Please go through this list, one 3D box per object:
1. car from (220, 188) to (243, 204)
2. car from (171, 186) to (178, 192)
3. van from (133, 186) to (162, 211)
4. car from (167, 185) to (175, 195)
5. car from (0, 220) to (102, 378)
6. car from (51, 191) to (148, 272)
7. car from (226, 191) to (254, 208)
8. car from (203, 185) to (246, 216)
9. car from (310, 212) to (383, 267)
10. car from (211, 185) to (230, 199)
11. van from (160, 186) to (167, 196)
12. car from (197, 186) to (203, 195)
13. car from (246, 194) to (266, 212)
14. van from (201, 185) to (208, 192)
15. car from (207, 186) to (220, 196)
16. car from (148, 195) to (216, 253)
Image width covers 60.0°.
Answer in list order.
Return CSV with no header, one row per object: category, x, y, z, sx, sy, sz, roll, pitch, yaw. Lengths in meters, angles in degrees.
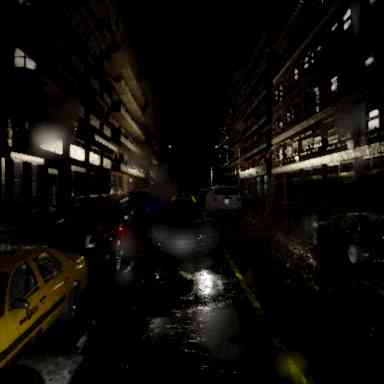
car,4.416,0.414,37.716,1.967,1.590,4.097,1,1,-1
car,-4.767,-0.849,92.871,1.802,1.307,4.206,1,1,-1
van,-3.081,0.739,21.007,1.690,1.788,3.998,2,2,-1
car,-3.468,0.266,37.589,2.192,1.841,5.009,2,1,-1
car,-2.695,1.392,4.263,1.752,1.417,4.829,2,2,-1
car,-2.822,1.020,9.955,2.192,1.841,5.009,2,2,-1
car,4.535,0.666,32.191,1.887,1.381,4.507,1,1,-1
car,2.192,0.558,24.021,2.150,2.045,5.566,0,2,-1
car,5.050,1.279,10.083,2.008,1.369,4.403,2,2,-1
car,4.119,-0.003,48.767,2.192,1.841,5.009,1,1,-1
van,-3.211,0.589,26.536,1.690,1.788,3.998,2,2,-1
car,1.773,0.304,42.980,1.882,1.535,5.008,0,1,-1
car,4.664,0.815,26.664,1.887,1.381,4.507,1,1,-1
van,3.214,-0.938,87.466,1.690,1.788,3.998,1,1,-1
car,3.857,-0.162,59.827,1.967,1.590,4.097,1,1,-1
car,-0.330,1.150,12.186,1.837,1.490,4.892,0,3,-1
